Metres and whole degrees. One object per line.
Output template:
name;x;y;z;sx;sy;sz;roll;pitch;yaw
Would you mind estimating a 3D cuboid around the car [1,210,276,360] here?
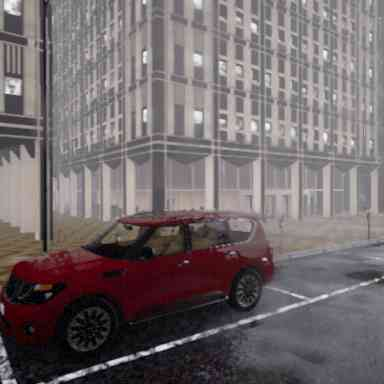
car;-0.603;1.312;6.136;5.009;1.841;2.192;0;0;-36
